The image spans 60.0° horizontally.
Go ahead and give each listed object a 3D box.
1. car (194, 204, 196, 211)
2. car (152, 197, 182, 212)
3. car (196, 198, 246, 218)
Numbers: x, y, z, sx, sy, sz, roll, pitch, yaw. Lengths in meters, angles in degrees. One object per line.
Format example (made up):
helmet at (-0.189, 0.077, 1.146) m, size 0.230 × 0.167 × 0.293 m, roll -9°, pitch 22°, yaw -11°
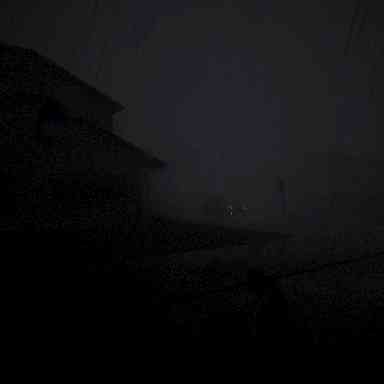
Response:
car at (2.074, 1.526, 38.458) m, size 1.812 × 1.442 × 4.674 m, roll 0°, pitch 0°, yaw -35°
car at (-3.047, 1.352, 38.484) m, size 2.097 × 1.767 × 4.553 m, roll 0°, pitch 0°, yaw -35°
car at (2.800, 1.352, 30.203) m, size 2.097 × 1.767 × 4.553 m, roll 0°, pitch 0°, yaw -36°
